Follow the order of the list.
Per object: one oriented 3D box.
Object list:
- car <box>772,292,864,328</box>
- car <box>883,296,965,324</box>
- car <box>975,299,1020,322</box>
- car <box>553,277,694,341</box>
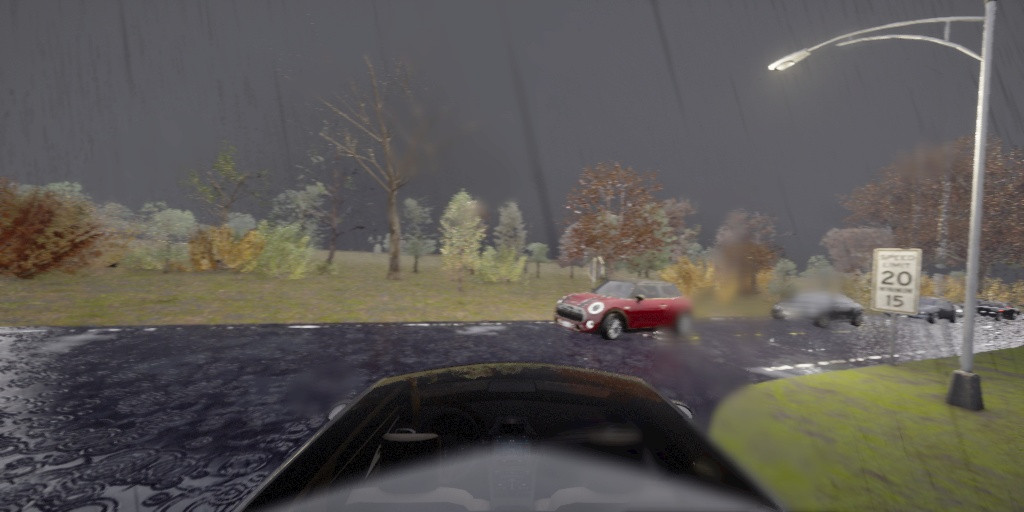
[{"bbox_3d":[14.128,2.391,16.471,4.674,1.442,1.812,4,0,-24],"label":"car"},{"bbox_3d":[24.230,3.097,21.054,5.357,1.411,2.033,4,0,-25],"label":"car"},{"bbox_3d":[33.436,3.769,25.204,4.718,1.301,1.895,4,0,-24],"label":"car"},{"bbox_3d":[3.567,1.495,11.348,4.553,1.767,2.097,4,0,-28],"label":"car"}]
